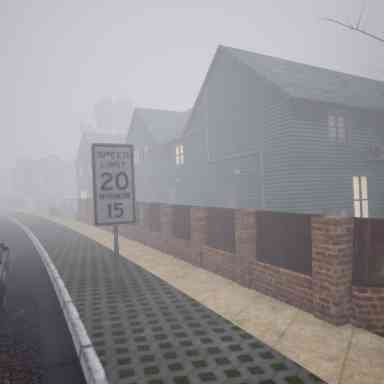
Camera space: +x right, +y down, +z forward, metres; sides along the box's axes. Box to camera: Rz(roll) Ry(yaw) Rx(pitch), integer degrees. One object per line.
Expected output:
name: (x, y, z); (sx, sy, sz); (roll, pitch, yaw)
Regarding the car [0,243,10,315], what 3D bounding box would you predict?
car: (-4.890, 1.630, 6.957); (1.895, 1.301, 4.718); (-2, 1, -28)
